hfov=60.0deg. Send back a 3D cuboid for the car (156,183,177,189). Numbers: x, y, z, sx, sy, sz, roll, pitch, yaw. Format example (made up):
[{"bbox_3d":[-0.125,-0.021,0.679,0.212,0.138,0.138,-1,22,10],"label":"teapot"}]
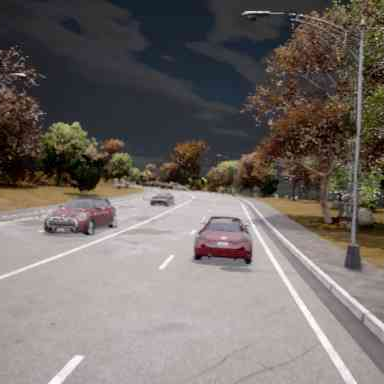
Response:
[{"bbox_3d":[-6.814,-1.578,88.060,2.097,1.767,4.553,3,2,-33],"label":"car"}]

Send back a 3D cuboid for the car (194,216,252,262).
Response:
[{"bbox_3d":[1.220,1.613,12.593,1.994,1.385,4.181,3,1,7],"label":"car"}]

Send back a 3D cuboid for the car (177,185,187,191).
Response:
[{"bbox_3d":[-3.198,-1.108,88.762,1.895,1.301,4.718,3,2,-33],"label":"car"}]

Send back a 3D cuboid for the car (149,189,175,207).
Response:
[{"bbox_3d":[-3.117,0.752,36.154,2.033,1.411,5.357,3,2,7],"label":"car"}]

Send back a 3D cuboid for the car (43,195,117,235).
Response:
[{"bbox_3d":[-5.429,1.048,16.752,2.097,1.767,4.553,3,1,7],"label":"car"}]
